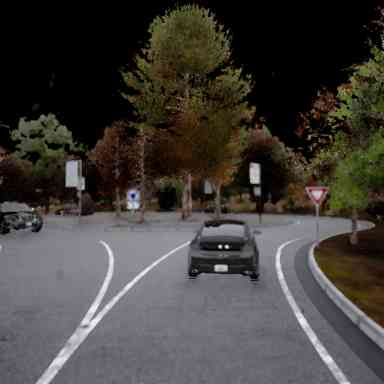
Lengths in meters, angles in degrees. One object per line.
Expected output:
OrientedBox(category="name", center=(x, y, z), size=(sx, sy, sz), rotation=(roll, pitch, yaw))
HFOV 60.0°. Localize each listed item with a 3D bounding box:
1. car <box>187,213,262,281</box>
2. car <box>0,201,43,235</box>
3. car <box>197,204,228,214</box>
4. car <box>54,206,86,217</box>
OrientedBox(category="car", center=(1.042, 1.591, 10.172), size=(1.837, 1.490, 4.892), rotation=(0, -1, 9))
OrientedBox(category="car", center=(-11.954, 1.631, 21.896), size=(5.566, 2.045, 2.150), rotation=(-1, -2, 41))
OrientedBox(category="car", center=(3.119, 2.579, 51.512), size=(4.553, 1.767, 2.097), rotation=(0, -1, 26))
OrientedBox(category="car", center=(-16.646, 2.609, 45.626), size=(1.994, 1.385, 4.181), rotation=(-1, -1, 37))
